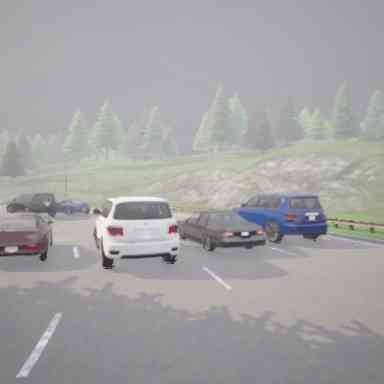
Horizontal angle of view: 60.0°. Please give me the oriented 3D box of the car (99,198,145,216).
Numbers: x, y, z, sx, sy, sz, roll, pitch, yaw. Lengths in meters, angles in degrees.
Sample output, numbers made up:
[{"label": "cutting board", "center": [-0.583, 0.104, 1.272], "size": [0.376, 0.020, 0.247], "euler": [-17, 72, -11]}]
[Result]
[{"label": "car", "center": [-6.557, 1.301, 30.902], "size": [1.837, 1.490, 4.892], "euler": [0, 0, -45]}]

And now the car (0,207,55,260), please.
[{"label": "car", "center": [-5.988, 1.470, 11.710], "size": [1.812, 1.442, 4.674], "euler": [0, 0, -21]}]

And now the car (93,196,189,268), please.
[{"label": "car", "center": [-2.062, 1.146, 11.309], "size": [2.150, 2.045, 5.566], "euler": [0, 1, -19]}]

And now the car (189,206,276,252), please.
[{"label": "car", "center": [0.883, 1.434, 13.494], "size": [2.033, 1.411, 5.357], "euler": [-1, 0, -21]}]

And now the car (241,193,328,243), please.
[{"label": "car", "center": [3.745, 1.076, 15.524], "size": [2.150, 2.045, 5.566], "euler": [0, 1, -21]}]

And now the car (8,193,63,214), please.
[{"label": "car", "center": [-13.391, 1.086, 27.866], "size": [5.566, 2.045, 2.150], "euler": [0, 0, 41]}]

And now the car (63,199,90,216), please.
[{"label": "car", "center": [-11.062, 1.355, 30.325], "size": [4.674, 1.442, 1.812], "euler": [0, 0, 41]}]
